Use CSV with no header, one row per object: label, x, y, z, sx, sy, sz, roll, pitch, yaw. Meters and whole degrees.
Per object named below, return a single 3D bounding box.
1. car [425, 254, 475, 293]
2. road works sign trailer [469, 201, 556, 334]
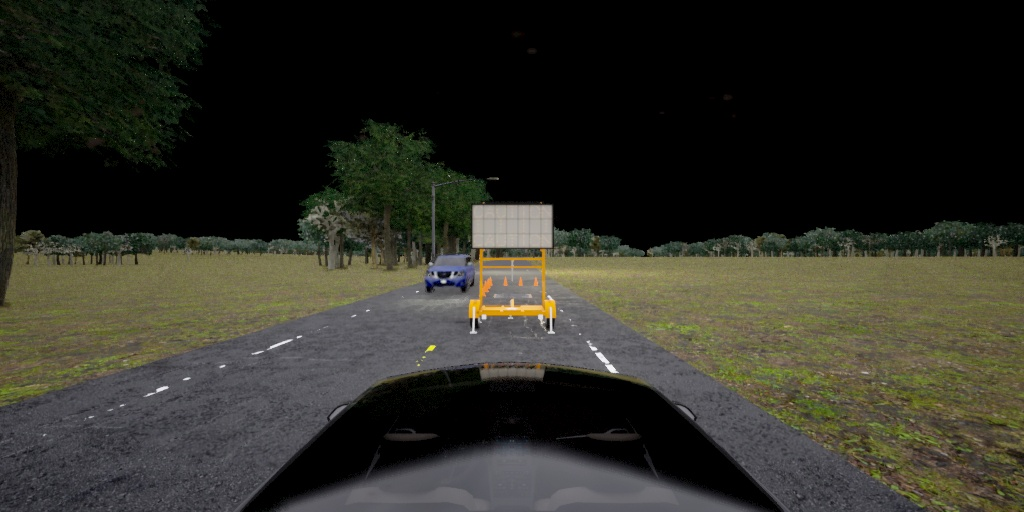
car,-3.442,0.930,20.847,2.150,2.045,5.566,0,0,0
road works sign trailer,0.013,0.200,10.594,2.380,3.560,2.880,0,0,0
